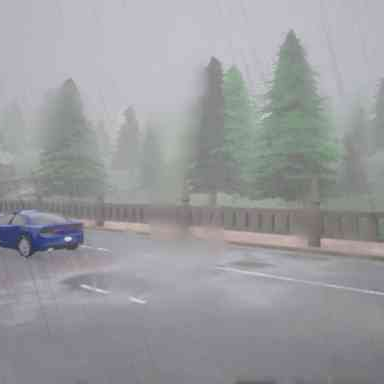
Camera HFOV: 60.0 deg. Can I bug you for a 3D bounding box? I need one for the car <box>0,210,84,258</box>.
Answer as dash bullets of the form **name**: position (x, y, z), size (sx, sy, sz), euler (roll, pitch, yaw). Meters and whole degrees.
- **car**: position (-6.248, 1.429, 12.685), size (5.008, 1.535, 1.882), euler (0, 0, 34)
